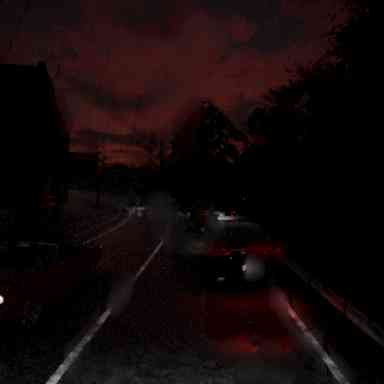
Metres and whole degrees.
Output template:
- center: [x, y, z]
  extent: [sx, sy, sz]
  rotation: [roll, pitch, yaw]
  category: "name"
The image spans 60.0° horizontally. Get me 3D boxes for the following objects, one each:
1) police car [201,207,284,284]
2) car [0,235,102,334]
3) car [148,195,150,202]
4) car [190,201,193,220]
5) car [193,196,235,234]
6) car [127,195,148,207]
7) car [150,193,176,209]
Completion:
- center: [1.309, 1.488, 9.973]
  extent: [1.930, 1.638, 5.238]
  rotation: [0, 0, 2]
  category: "police car"
- center: [-3.456, 1.650, 6.968]
  extent: [1.895, 1.301, 4.718]
  rotation: [0, 0, 1]
  category: "car"
- center: [-7.995, 1.254, 57.254]
  extent: [2.033, 1.411, 5.357]
  rotation: [1, 1, -25]
  category: "car"
- center: [1.086, 1.317, 26.206]
  extent: [2.150, 2.045, 5.566]
  rotation: [0, 0, -5]
  category: "car"
- center: [1.393, 1.317, 20.046]
  extent: [2.150, 2.045, 5.566]
  rotation: [0, 0, -1]
  category: "car"
- center: [-8.201, 1.342, 47.690]
  extent: [2.128, 1.511, 4.902]
  rotation: [1, 1, -19]
  category: "car"
- center: [-3.690, 1.188, 45.029]
  extent: [2.150, 2.045, 5.566]
  rotation: [1, 1, -18]
  category: "car"
